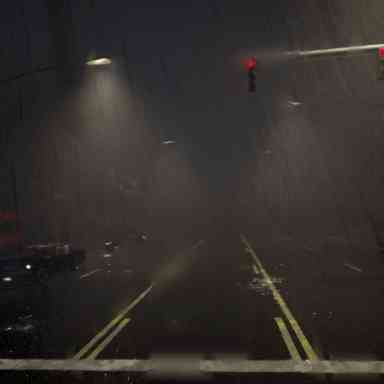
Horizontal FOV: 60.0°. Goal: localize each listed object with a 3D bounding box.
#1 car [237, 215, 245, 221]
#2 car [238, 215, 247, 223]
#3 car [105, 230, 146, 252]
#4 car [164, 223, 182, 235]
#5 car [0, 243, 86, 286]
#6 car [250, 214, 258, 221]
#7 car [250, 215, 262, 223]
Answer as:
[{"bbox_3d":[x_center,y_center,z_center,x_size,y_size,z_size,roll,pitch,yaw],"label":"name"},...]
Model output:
[{"bbox_3d":[13.509,7.218,91.476,1.895,1.301,4.718,-3,-2,6],"label":"car"},{"bbox_3d":[12.304,6.523,81.150,2.150,2.045,5.566,-3,-3,6],"label":"car"},{"bbox_3d":[-4.877,3.610,25.254,2.033,1.411,5.357,-3,-4,5],"label":"car"},{"bbox_3d":[-2.530,4.942,44.600,2.128,1.511,4.902,-3,-5,7],"label":"car"},{"bbox_3d":[-6.181,2.865,13.747,1.895,1.301,4.718,-3,-4,5],"label":"car"},{"bbox_3d":[16.975,6.955,91.057,1.812,1.442,4.674,-3,-2,6],"label":"car"},{"bbox_3d":[15.789,6.645,80.712,2.033,1.411,5.357,-3,-3,6],"label":"car"}]
